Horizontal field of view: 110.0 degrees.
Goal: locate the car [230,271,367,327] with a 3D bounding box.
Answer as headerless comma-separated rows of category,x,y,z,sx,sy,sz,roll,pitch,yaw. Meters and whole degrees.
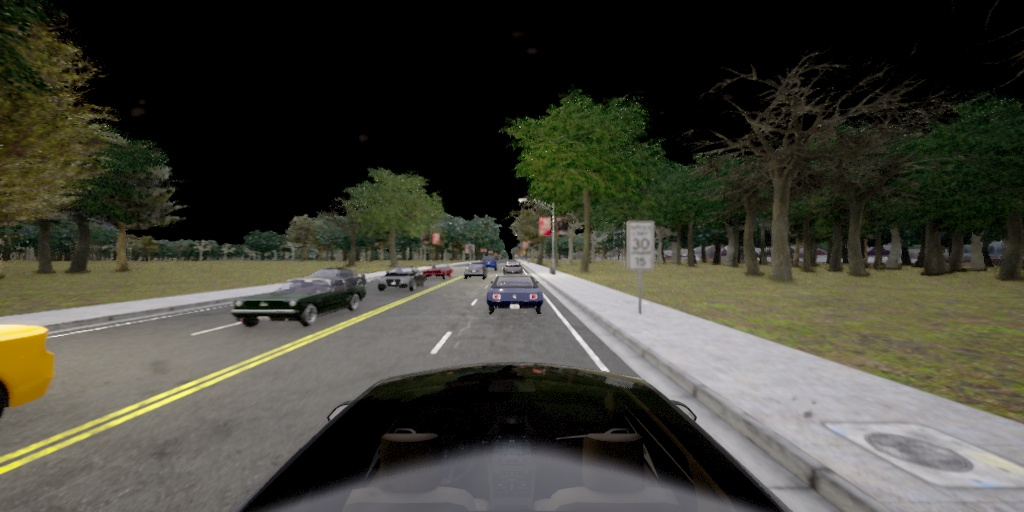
car,-6.590,1.355,11.734,1.895,1.301,4.718,0,0,0

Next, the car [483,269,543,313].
car,0.096,1.357,13.899,1.895,1.301,4.718,0,0,0

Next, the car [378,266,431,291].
car,-6.563,1.326,21.791,1.994,1.385,4.181,0,0,0

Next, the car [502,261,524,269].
car,0.091,1.268,35.371,2.128,1.511,4.902,0,0,0

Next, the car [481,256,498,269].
car,-3.158,1.017,50.199,2.150,2.045,5.566,0,0,-1

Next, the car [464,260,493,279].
car,-3.161,1.320,32.280,2.033,1.411,5.357,0,0,0

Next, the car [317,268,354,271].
car,-9.756,1.363,19.578,2.033,1.411,5.357,0,0,0

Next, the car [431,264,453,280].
car,-6.509,1.374,31.999,1.895,1.301,4.718,0,0,0

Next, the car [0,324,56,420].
car,-6.599,1.228,2.255,1.882,1.535,5.008,0,0,0
